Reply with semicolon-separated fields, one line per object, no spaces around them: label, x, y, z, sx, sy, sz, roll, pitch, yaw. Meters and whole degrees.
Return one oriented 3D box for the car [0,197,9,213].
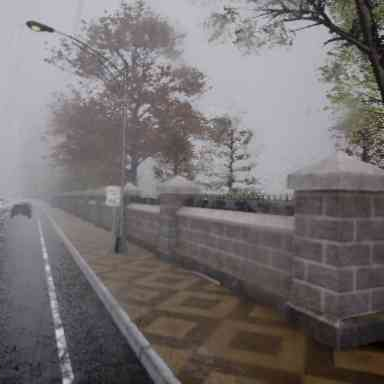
car;-26.233;1.705;44.977;2.150;2.045;5.566;2;-1;-25

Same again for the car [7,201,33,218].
car;-17.864;1.935;34.818;1.837;1.490;4.892;2;-1;-25

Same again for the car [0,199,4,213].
car;-21.820;1.841;35.691;1.882;1.535;5.008;2;-1;-25

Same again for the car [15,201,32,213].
car;-22.940;2.069;45.413;1.837;1.490;4.892;2;-1;-25
